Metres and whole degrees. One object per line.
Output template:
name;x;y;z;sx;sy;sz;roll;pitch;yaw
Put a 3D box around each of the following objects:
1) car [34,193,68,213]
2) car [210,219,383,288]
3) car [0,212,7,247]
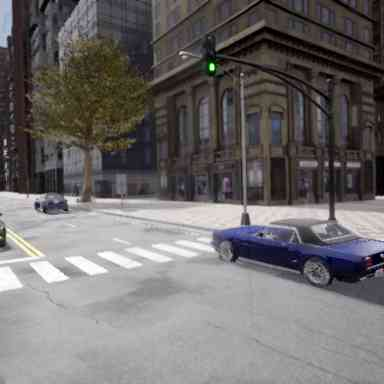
car;-12.839;0.888;30.125;2.097;1.767;4.553;-3;2;-36
car;2.570;1.355;8.664;1.895;1.301;4.718;-3;2;-36
car;-8.913;1.253;13.400;2.097;1.767;4.553;-3;2;-37
